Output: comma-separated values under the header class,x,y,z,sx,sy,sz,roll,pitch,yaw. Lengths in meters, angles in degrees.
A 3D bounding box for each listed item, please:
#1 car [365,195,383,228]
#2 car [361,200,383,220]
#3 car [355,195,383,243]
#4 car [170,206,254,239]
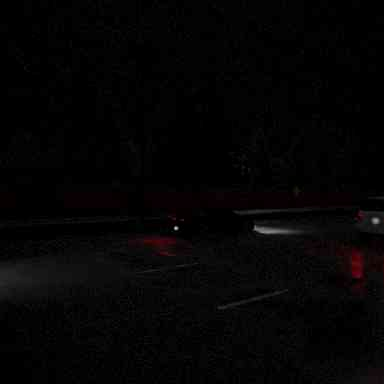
class,x,y,z,sx,sy,sz,roll,pitch,yaw
car,14.310,1.222,22.766,5.566,2.045,2.150,0,0,-36
car,16.936,1.506,28.996,4.892,1.490,1.837,0,0,-36
car,9.595,1.222,15.018,5.566,2.045,2.150,0,0,-36
car,1.182,1.504,17.565,4.892,1.490,1.837,0,0,-36
